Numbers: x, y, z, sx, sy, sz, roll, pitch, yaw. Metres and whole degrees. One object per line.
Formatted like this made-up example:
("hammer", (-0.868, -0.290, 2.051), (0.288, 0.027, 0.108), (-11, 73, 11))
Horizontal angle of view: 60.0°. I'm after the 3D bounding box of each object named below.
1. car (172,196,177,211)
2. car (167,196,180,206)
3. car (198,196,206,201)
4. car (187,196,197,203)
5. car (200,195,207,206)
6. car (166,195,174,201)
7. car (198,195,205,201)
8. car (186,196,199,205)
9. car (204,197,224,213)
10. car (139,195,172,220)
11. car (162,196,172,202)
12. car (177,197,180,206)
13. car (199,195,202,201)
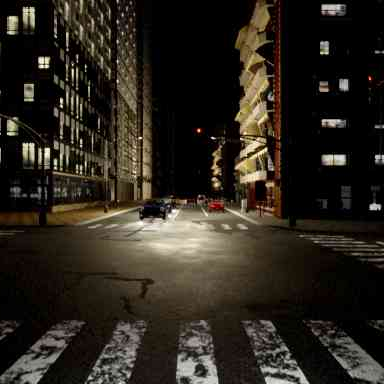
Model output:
("car", (-3.158, 1.501, 37.196), (2.128, 1.511, 4.902), (0, 0, 0))
("car", (-3.097, 1.498, 56.726), (1.882, 1.535, 5.008), (0, 0, 0))
("car", (2.547, 1.626, 84.049), (1.802, 1.307, 4.206), (0, 0, 0))
("car", (-0.033, 1.594, 70.302), (1.994, 1.385, 4.181), (0, 0, 0))
("car", (2.606, 1.567, 50.158), (2.008, 1.369, 4.403), (0, 0, 0))
("car", (-5.843, 1.596, 89.683), (1.887, 1.381, 4.507), (0, 0, 0))
("car", (2.537, 1.491, 89.698), (1.967, 1.590, 4.097), (0, 0, 0))
("car", (-0.004, 1.528, 59.991), (1.837, 1.490, 4.892), (0, 0, 0))
("car", (2.679, 1.591, 37.241), (1.802, 1.307, 4.206), (0, 0, 0))
("car", (-3.142, 1.357, 28.148), (2.097, 1.767, 4.553), (0, 0, 0))
("car", (-5.823, 1.589, 78.386), (2.008, 1.369, 4.403), (0, 0, 0))
("car", (-3.153, 1.615, 46.454), (1.895, 1.301, 4.718), (0, 0, 0))
("car", (2.597, 1.571, 55.806), (2.008, 1.369, 4.403), (0, 0, 0))
